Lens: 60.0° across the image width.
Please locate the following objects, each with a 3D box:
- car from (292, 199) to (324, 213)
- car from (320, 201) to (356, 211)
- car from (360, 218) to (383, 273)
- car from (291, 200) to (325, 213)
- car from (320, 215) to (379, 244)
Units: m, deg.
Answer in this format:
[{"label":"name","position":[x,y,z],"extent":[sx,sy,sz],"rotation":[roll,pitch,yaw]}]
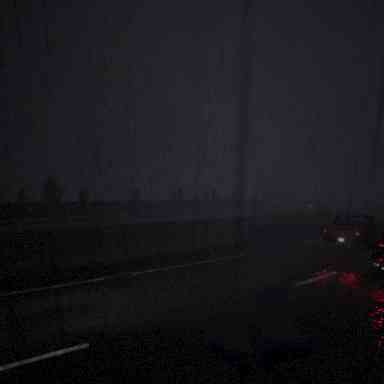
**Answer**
[{"label":"car","position":[12.894,1.568,35.620],"extent":[2.097,1.767,4.553],"rotation":[0,0,45]},{"label":"car","position":[14.628,1.809,32.396],"extent":[1.895,1.301,4.718],"rotation":[0,0,45]},{"label":"car","position":[6.986,1.578,9.846],"extent":[4.892,1.490,1.837],"rotation":[0,0,-42]},{"label":"car","position":[14.943,1.804,42.685],"extent":[2.033,1.411,5.357],"rotation":[0,0,45]},{"label":"car","position":[7.807,1.703,15.372],"extent":[4.718,1.301,1.895],"rotation":[0,0,-44]}]
